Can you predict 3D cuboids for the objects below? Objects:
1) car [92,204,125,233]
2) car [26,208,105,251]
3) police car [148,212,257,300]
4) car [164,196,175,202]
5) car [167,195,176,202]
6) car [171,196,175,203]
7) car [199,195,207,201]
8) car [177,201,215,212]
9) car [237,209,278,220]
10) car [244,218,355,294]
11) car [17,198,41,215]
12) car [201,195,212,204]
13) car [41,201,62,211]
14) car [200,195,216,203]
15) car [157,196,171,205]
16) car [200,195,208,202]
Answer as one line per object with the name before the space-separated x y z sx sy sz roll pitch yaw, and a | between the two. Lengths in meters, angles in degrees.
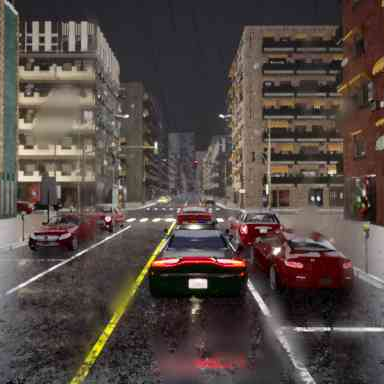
car | -5.245 1.443 19.638 1.967 1.590 4.097 1 0 0
car | -5.262 1.584 14.089 1.802 1.307 4.206 1 0 0
police car | 0.127 1.506 8.518 2.038 1.542 4.974 0 0 0
car | -5.042 1.573 74.864 1.947 1.339 4.313 1 0 0
car | -5.022 1.552 80.534 1.887 1.381 4.507 1 0 0
car | -5.062 1.532 69.023 1.752 1.417 4.829 1 0 0
car | 2.879 1.558 86.207 2.008 1.369 4.403 1 0 0
car | 0.131 1.481 18.979 1.882 1.535 5.008 0 0 0
car | 2.624 1.443 14.083 1.967 1.590 4.097 1 0 0
car | 2.603 1.583 8.534 1.802 1.307 4.206 1 0 0
car | -17.453 1.239 31.193 5.009 1.841 2.192 0 -1 0
car | 2.799 1.446 63.524 1.967 1.590 4.097 1 0 0
car | -17.486 1.588 39.069 4.313 1.339 1.947 0 -1 0
car | 2.758 1.557 52.182 2.008 1.369 4.403 1 0 0
car | -5.103 1.532 57.681 1.752 1.417 4.829 1 0 0
car | 2.859 1.552 80.537 1.887 1.381 4.507 1 0 0
